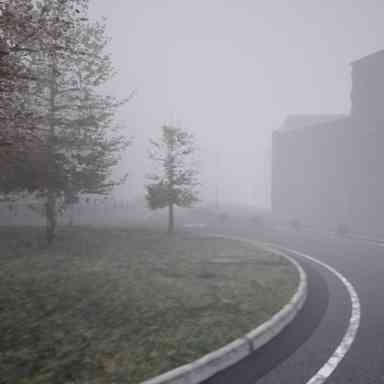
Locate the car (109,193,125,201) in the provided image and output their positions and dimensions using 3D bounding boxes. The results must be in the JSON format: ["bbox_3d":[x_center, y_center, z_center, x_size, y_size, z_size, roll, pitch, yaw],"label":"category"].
[{"bbox_3d":[-19.129,1.328,77.354,5.366,1.575,1.946,1,-1,7],"label":"car"}]

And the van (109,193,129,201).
[{"bbox_3d":[-18.171,1.263,82.737,4.442,1.987,1.878,1,-2,7],"label":"van"}]

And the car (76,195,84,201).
[{"bbox_3d":[-20.231,0.857,66.234,5.566,2.045,2.435,1,-1,7],"label":"car"}]

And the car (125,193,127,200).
[{"bbox_3d":[-18.810,1.400,79.995,5.366,1.575,1.946,1,-2,7],"label":"car"}]

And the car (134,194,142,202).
[{"bbox_3d":[-8.358,1.108,62.664,4.553,1.767,2.185,1,-1,7],"label":"car"}]

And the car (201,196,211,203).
[{"bbox_3d":[2.391,1.642,72.304,1.994,1.385,4.181,1,-1,7],"label":"car"}]

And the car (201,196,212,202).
[{"bbox_3d":[3.647,1.801,82.240,2.128,1.511,4.902,1,-2,7],"label":"car"}]
